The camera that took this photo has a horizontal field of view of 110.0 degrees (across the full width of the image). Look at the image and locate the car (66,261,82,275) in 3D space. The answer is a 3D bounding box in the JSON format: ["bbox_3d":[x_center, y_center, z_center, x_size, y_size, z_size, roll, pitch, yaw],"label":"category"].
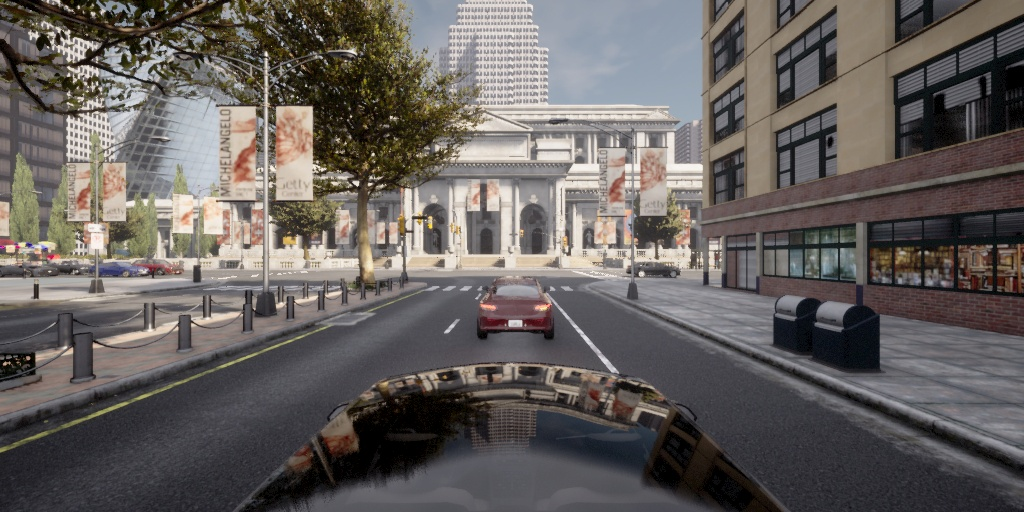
[{"bbox_3d":[-46.267,1.241,37.684,4.902,1.511,2.128,0,0,0],"label":"car"}]

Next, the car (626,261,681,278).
[{"bbox_3d":[13.251,1.255,33.615,4.892,1.490,1.837,0,0,1],"label":"car"}]

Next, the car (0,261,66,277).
[{"bbox_3d":[-46.104,1.314,34.177,4.181,1.385,1.994,0,0,-1],"label":"car"}]

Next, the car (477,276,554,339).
[{"bbox_3d":[0.111,1.276,9.959,1.812,1.442,4.674,0,0,1],"label":"car"}]

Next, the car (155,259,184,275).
[{"bbox_3d":[-37.312,1.102,37.647,4.553,1.767,2.097,0,0,0],"label":"car"}]

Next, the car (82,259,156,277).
[{"bbox_3d":[-37.344,1.276,34.152,4.674,1.442,1.812,0,0,0],"label":"car"}]
